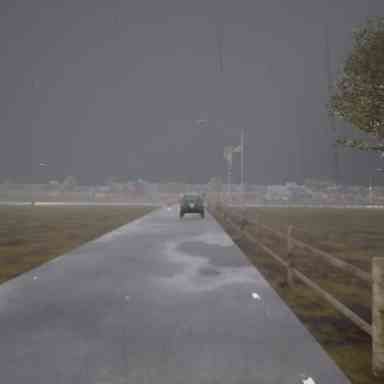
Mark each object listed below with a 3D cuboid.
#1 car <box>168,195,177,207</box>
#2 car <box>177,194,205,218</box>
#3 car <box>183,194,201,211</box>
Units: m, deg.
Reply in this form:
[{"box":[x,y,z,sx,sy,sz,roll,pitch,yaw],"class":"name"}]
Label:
[{"box":[-2.734,1.445,54.563,2.150,2.045,5.566,0,0,0],"class":"car"},{"box":[0.019,1.265,30.540,2.150,2.045,5.566,0,0,0],"class":"car"},{"box":[0.041,1.320,43.253,2.150,2.045,5.566,0,0,0],"class":"car"}]
